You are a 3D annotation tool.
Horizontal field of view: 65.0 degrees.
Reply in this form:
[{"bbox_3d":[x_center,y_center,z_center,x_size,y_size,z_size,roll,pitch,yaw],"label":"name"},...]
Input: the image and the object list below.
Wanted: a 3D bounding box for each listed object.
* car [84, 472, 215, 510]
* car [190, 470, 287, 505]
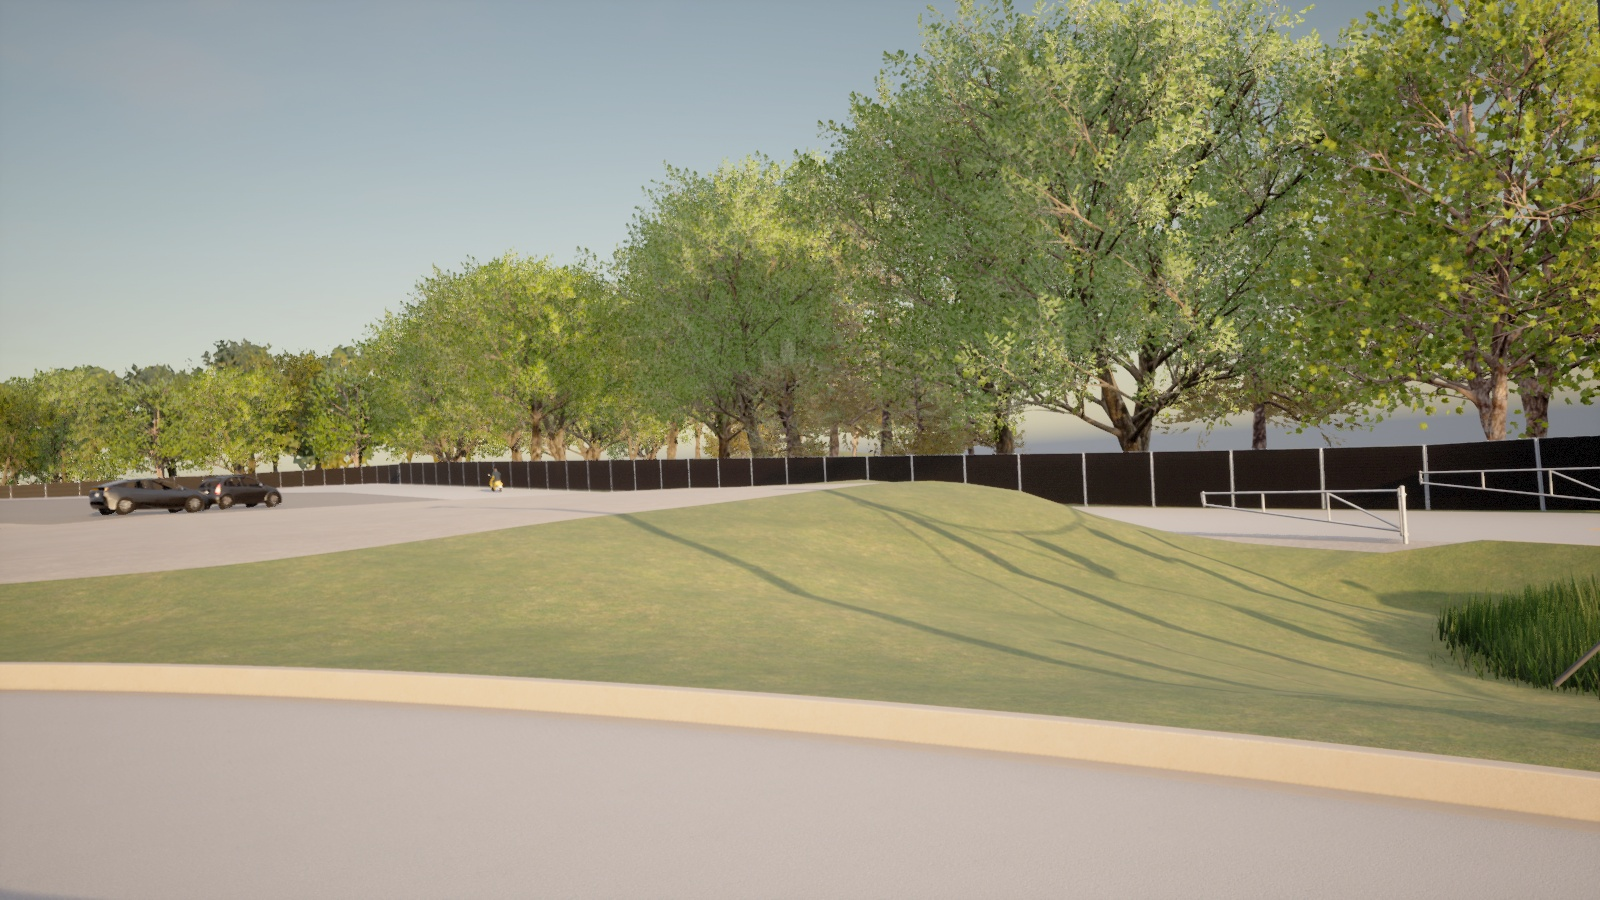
[{"bbox_3d":[-27.521,1.710,53.240,2.007,1.525,4.514,-2,-2,38],"label":"car"},{"bbox_3d":[-27.149,1.777,60.844,1.851,1.617,3.988,-1,-1,26],"label":"car"}]
